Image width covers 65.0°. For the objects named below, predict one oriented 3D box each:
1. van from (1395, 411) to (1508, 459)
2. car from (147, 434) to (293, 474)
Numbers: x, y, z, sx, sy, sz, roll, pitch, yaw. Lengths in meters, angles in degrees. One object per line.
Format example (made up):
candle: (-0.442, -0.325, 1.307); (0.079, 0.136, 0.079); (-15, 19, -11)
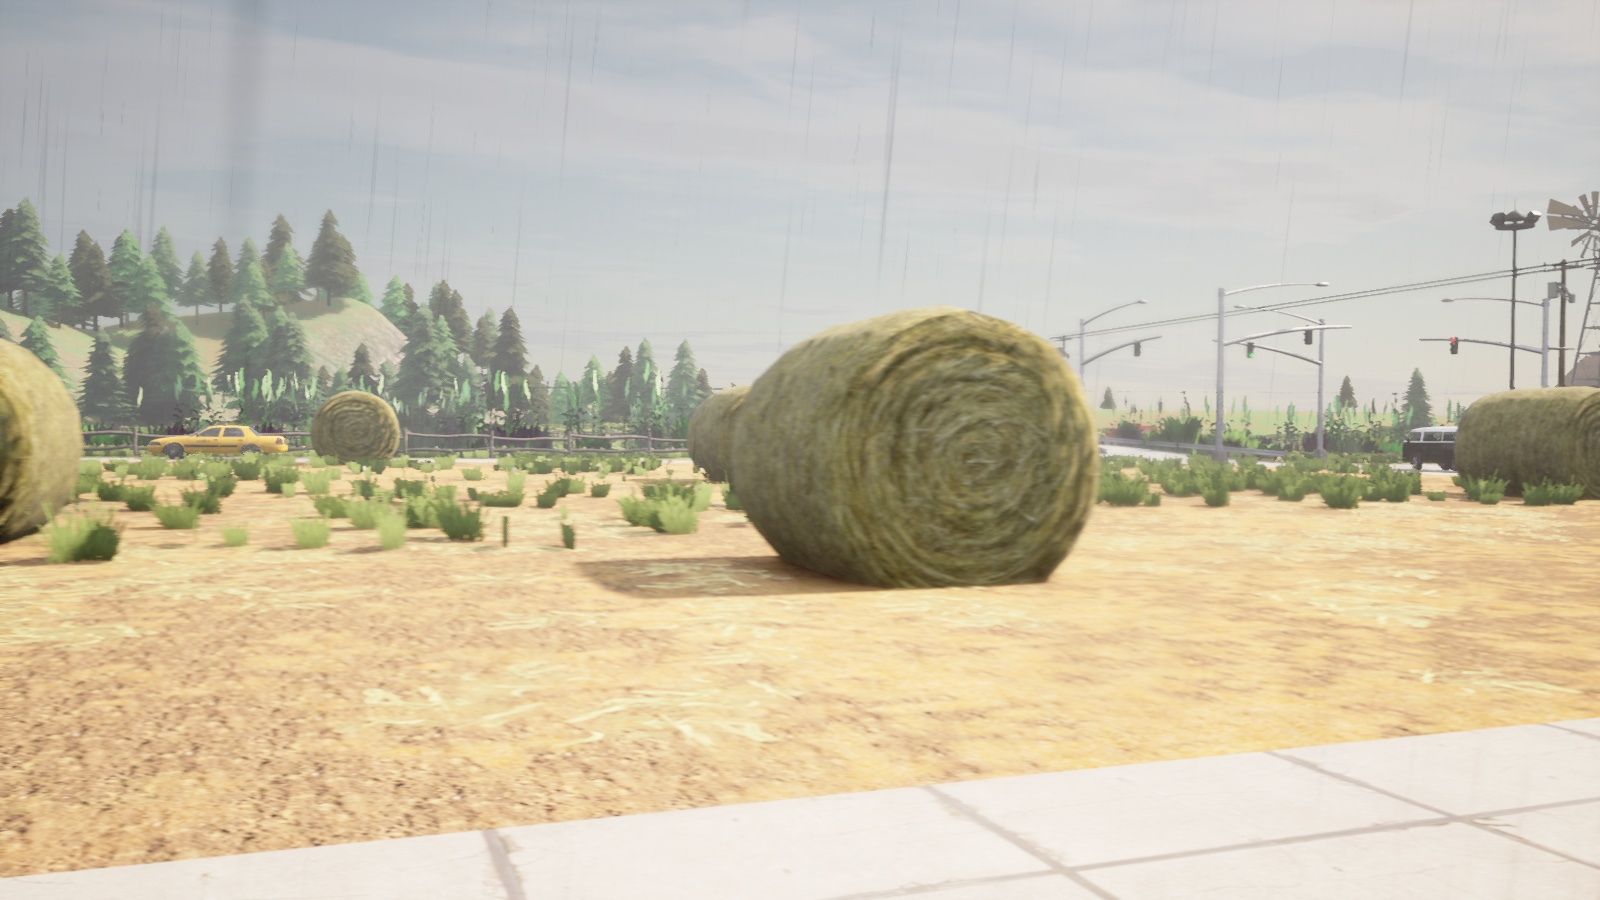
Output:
van: (29.278, -0.689, 56.583); (2.069, 2.038, 4.480); (-2, 1, -13)
car: (-24.344, 0.131, 52.949); (5.366, 1.575, 1.801); (-1, 1, -17)
